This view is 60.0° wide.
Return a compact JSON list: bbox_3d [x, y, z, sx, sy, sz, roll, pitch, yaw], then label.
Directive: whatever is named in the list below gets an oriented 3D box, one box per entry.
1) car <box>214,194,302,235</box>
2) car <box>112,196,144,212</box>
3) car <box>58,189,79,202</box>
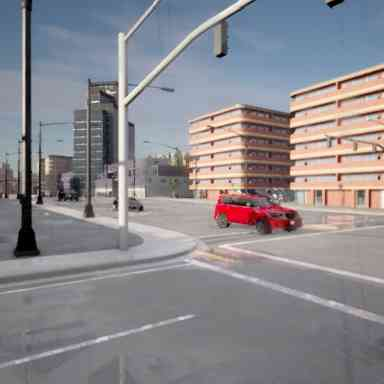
[{"bbox_3d":[3.504,1.162,18.863,2.150,2.045,5.566,0,0,-33],"label":"car"},{"bbox_3d":[-6.508,1.219,33.617,1.837,1.490,4.892,0,1,-34],"label":"car"},{"bbox_3d":[-19.831,0.512,53.293,2.150,2.045,5.566,0,1,-34],"label":"car"}]
